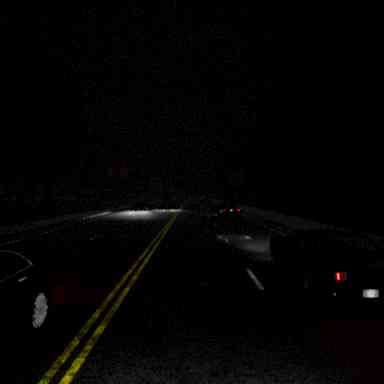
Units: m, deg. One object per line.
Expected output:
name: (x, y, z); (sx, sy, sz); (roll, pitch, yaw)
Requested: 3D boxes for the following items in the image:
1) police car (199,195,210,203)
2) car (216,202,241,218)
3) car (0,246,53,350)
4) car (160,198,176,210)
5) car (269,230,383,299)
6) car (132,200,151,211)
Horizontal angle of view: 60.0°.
police car: (3.246, 1.762, 80.505); (1.930, 1.638, 5.238); (0, 0, 0)
car: (3.346, 1.613, 30.782); (2.033, 1.411, 5.357); (0, 0, 0)
car: (-3.351, 1.507, 3.968); (1.837, 1.490, 4.892); (0, 0, 0)
car: (-3.337, 1.632, 46.159); (1.837, 1.490, 4.892); (0, 0, 0)
car: (3.348, 1.607, 8.432); (1.895, 1.301, 4.718); (0, 0, 0)
car: (-6.594, 1.715, 43.269); (1.895, 1.301, 4.718); (0, 0, 0)
